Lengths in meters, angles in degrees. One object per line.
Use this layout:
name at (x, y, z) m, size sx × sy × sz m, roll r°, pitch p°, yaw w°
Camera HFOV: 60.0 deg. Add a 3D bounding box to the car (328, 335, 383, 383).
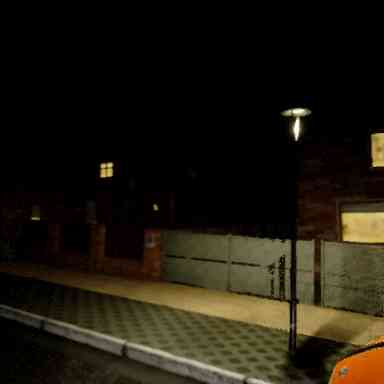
car at (3.031, 1.511, 1.752) m, size 4.553 × 1.767 × 2.097 m, roll -1°, pitch -2°, yaw 30°
